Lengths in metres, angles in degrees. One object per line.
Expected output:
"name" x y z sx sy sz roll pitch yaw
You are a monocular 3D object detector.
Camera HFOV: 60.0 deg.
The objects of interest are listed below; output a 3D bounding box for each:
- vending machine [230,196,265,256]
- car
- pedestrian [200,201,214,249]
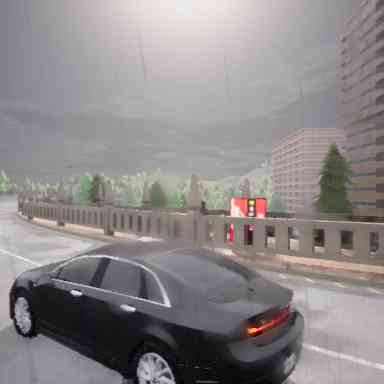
"vending machine" 2.078 1.195 12.411 0.880 2.100 1.100 0 0 41
"car" -0.894 1.504 4.909 4.892 1.490 1.837 0 0 38
"pedestrian" 0.451 1.141 11.832 0.375 1.860 0.375 0 0 41
